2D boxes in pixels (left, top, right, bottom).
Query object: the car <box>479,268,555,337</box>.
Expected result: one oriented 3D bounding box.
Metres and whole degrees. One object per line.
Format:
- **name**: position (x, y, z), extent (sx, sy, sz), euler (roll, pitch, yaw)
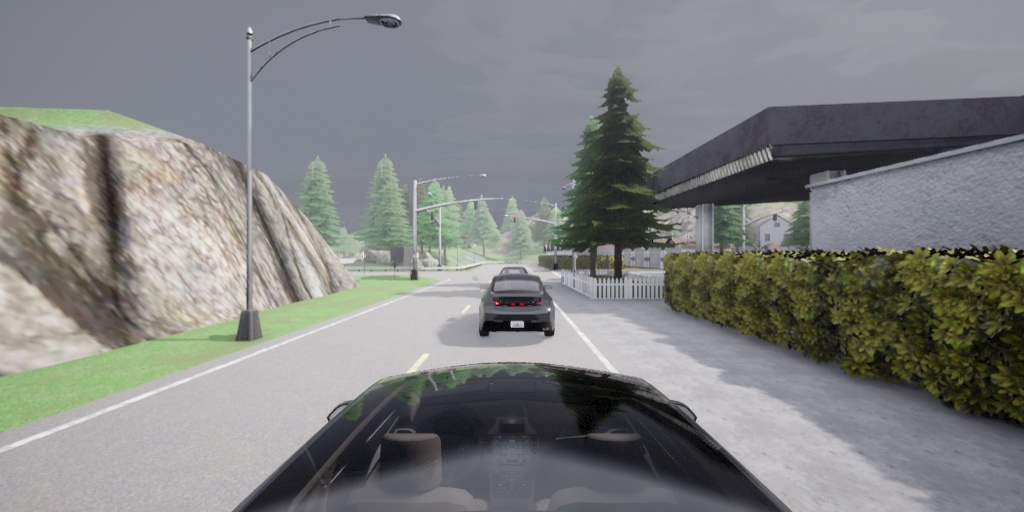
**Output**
- **car**: position (0.119, 1.253, 10.288), extent (1.837, 1.490, 4.892), euler (0, 0, 0)
